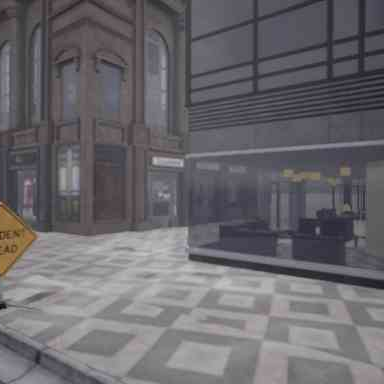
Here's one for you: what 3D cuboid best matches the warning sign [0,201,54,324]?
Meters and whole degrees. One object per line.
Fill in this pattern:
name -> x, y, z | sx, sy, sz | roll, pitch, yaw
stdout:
warning sign -> -3.250, 1.103, 5.641 | 1.060, 1.860, 1.300 | 0, 0, 36
